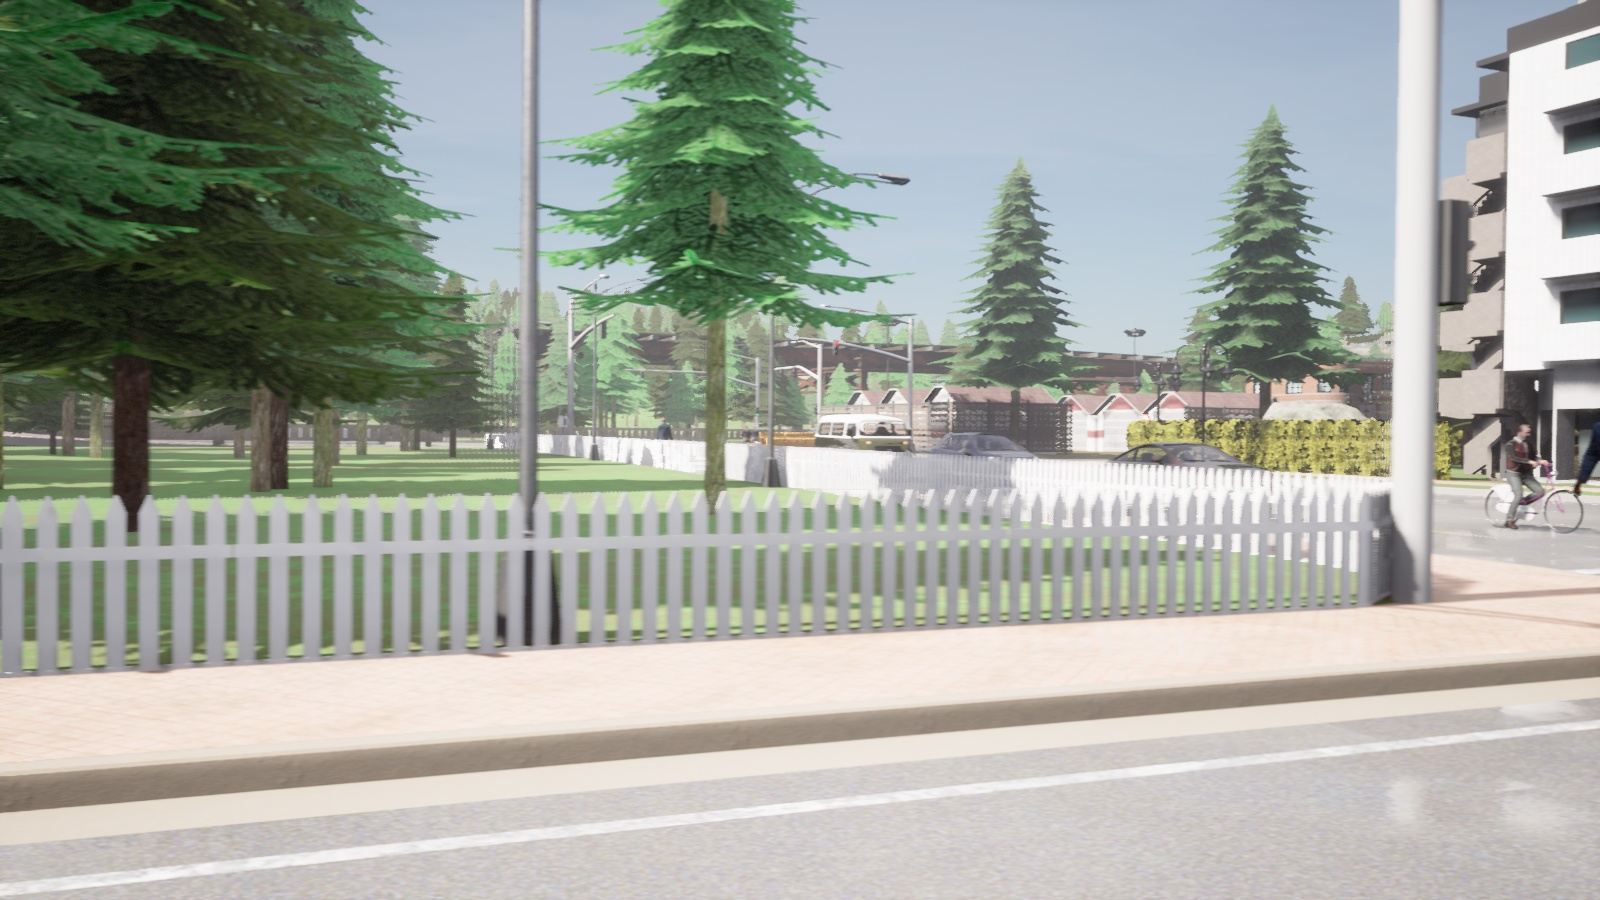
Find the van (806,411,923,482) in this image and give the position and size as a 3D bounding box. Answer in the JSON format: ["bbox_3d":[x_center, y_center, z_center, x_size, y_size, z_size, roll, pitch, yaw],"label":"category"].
[{"bbox_3d":[1.914,-0.135,39.066,2.069,2.038,4.480,-1,1,-19],"label":"van"}]

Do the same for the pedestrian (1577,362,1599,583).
[{"bbox_3d":[7.420,0.193,11.269,0.788,1.949,0.423,-1,1,-28],"label":"pedestrian"}]

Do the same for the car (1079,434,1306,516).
[{"bbox_3d":[7.300,0.395,23.818,1.994,1.385,4.181,-1,1,-19],"label":"car"}]

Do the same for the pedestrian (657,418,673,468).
[{"bbox_3d":[-5.022,-0.249,46.657,0.402,1.842,0.726,-1,1,-20],"label":"pedestrian"}]

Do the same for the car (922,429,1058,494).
[{"bbox_3d":[4.656,0.252,31.308,1.845,1.501,3.633,-1,1,-19],"label":"car"}]

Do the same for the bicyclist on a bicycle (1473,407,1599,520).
[{"bbox_3d":[12.116,0.201,20.677,0.659,1.776,1.843,-1,1,-19],"label":"bicyclist on a bicycle"}]
